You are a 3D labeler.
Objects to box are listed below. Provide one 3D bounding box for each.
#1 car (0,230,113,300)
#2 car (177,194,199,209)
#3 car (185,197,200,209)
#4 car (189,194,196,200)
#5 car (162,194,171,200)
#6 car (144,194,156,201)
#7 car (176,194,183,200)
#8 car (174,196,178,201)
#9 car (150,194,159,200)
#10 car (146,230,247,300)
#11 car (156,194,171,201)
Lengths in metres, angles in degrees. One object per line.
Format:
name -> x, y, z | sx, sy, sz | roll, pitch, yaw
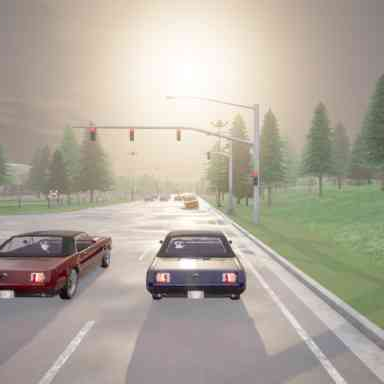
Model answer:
car -> -3.405, 1.601, 8.360 | 1.895, 1.301, 4.718 | 0, 0, 0
car -> -0.360, 1.055, 46.619 | 1.882, 1.535, 5.008 | -11, 17, -8
car -> 0.096, 1.591, 50.001 | 2.033, 1.411, 5.357 | 0, 2, 0
car -> 0.176, 1.372, 91.044 | 2.033, 1.411, 5.357 | 0, 0, 0
car -> -6.824, 1.372, 91.058 | 2.033, 1.411, 5.357 | 0, 0, 0
car -> -10.344, 1.531, 80.644 | 2.033, 1.411, 5.357 | 0, 0, 0
car -> -3.324, 1.357, 91.051 | 1.812, 1.442, 4.674 | 0, 0, 0
car -> -3.343, 1.545, 81.047 | 1.994, 1.385, 4.181 | 0, 0, 0
car -> -10.324, 1.332, 91.064 | 1.837, 1.490, 4.892 | 0, 0, 0
car -> 0.095, 1.601, 8.336 | 1.895, 1.301, 4.718 | 0, 0, 0
car -> -6.844, 1.531, 80.638 | 2.033, 1.411, 5.357 | 0, 0, 0
